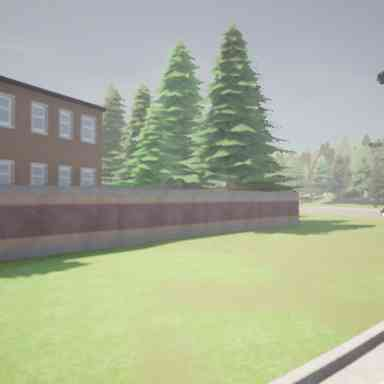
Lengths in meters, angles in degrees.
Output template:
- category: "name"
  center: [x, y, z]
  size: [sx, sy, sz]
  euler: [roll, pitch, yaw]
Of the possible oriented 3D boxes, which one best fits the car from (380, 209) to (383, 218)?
- category: "car"
  center: [21.044, 2.026, 33.549]
  size: [1.837, 1.490, 4.892]
  euler: [0, 0, -1]
